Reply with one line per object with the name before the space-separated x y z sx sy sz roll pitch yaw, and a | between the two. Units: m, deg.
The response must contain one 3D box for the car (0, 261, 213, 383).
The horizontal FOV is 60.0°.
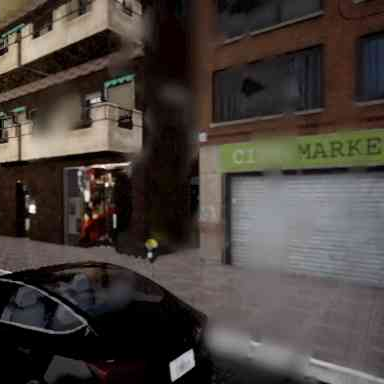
car | -1.777 1.558 4.151 4.313 1.339 1.947 0 0 36
